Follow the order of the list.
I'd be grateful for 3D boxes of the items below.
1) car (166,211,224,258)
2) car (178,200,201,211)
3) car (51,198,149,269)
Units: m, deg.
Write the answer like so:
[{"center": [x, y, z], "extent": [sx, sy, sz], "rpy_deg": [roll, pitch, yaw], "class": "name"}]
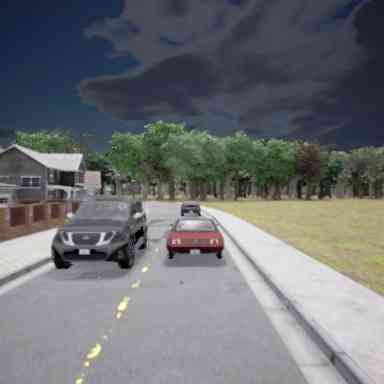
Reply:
[{"center": [0.107, 1.616, 12.791], "extent": [1.895, 1.301, 4.718], "rpy_deg": [0, 0, 0], "class": "car"}, {"center": [-0.209, 1.540, 32.698], "extent": [1.837, 1.490, 4.892], "rpy_deg": [0, 0, -3], "class": "car"}, {"center": [-2.844, 1.235, 11.564], "extent": [2.150, 2.045, 5.566], "rpy_deg": [0, 0, 0], "class": "car"}]
